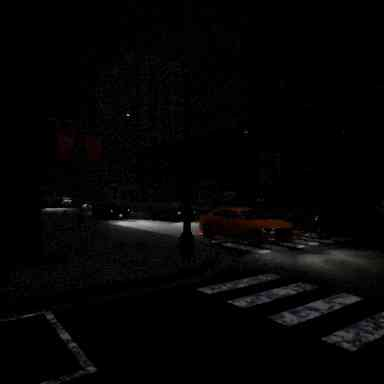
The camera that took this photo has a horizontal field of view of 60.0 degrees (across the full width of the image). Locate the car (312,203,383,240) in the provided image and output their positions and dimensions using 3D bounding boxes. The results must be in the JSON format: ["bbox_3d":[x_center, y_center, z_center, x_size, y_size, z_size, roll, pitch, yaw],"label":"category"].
[{"bbox_3d":[8.043,1.341,15.253,4.553,1.767,2.097,0,0,38],"label":"car"}]

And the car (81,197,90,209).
[{"bbox_3d":[-11.920,1.503,40.799,1.994,1.385,4.181,0,0,-36],"label":"car"}]

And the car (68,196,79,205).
[{"bbox_3d":[-19.053,1.510,56.598,1.895,1.301,4.718,0,0,-36],"label":"car"}]

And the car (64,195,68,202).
[{"bbox_3d":[-25.126,1.380,65.027,2.128,1.511,4.902,0,0,-36],"label":"car"}]

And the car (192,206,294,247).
[{"bbox_3d":[2.339,1.465,15.407,1.882,1.535,5.008,0,0,-36],"label":"car"}]

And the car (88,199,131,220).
[{"bbox_3d":[-6.945,1.564,28.301,1.895,1.301,4.718,0,0,-36],"label":"car"}]

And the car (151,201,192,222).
[{"bbox_3d":[-1.566,1.491,26.396,1.812,1.442,4.674,0,0,-36],"label":"car"}]

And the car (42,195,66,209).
[{"bbox_3d":[-19.029,1.457,45.196,1.812,1.442,4.674,0,0,-35],"label":"car"}]
